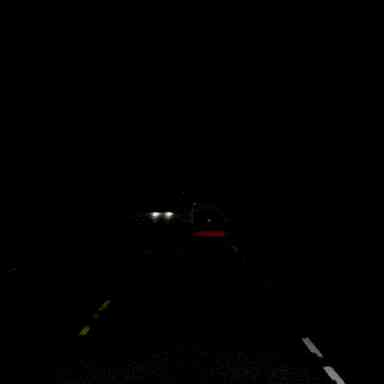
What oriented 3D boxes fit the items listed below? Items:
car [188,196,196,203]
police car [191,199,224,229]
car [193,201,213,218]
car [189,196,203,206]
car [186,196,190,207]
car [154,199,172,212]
[{"bbox_3d":[-0.010,1.743,78.376,1.837,1.490,4.892,0,0,0],"label":"car"},{"bbox_3d":[1.047,1.530,22.885,1.930,1.638,5.238,0,0,0],"label":"police car"},{"bbox_3d":[1.046,1.678,32.775,1.812,1.442,4.674,0,0,0],"label":"car"},{"bbox_3d":[1.045,1.532,38.747,2.097,1.767,4.553,0,0,0],"label":"car"},{"bbox_3d":[-0.007,1.750,56.965,1.882,1.535,5.008,0,0,0],"label":"car"},{"bbox_3d":[-3.593,1.672,41.622,1.882,1.535,5.008,0,0,0],"label":"car"}]
